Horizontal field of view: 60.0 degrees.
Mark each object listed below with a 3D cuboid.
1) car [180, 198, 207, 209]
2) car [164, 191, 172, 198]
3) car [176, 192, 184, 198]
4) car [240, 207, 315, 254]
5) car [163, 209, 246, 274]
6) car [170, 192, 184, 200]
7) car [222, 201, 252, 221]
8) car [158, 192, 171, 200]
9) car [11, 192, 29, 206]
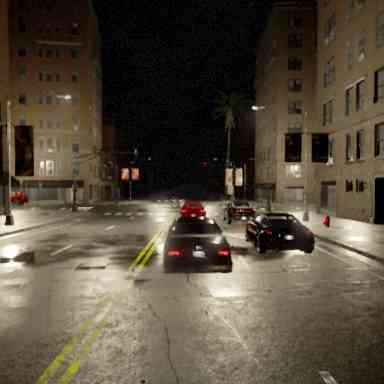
[{"bbox_3d":[0.084,1.390,24.261,1.812,1.442,4.674,0,0,0],"label":"car"},{"bbox_3d":[-6.562,0.670,91.643,2.097,1.767,4.553,0,0,0],"label":"car"},{"bbox_3d":[-3.312,0.792,91.617,1.882,1.535,5.008,0,0,0],"label":"car"},{"bbox_3d":[3.301,1.489,13.214,1.994,1.385,4.181,0,0,1],"label":"car"},{"bbox_3d":[0.097,1.488,10.327,2.033,1.411,5.357,0,0,-1],"label":"car"},{"bbox_3d":[-3.302,1.077,76.000,1.837,1.490,4.892,0,0,0],"label":"car"},{"bbox_3d":[3.234,1.375,23.205,1.837,1.490,4.892,0,0,0],"label":"car"},{"bbox_3d":[-6.552,1.054,75.997,1.882,1.535,5.008,0,0,0],"label":"car"},{"bbox_3d":[-23.916,0.852,43.125,5.009,1.841,2.192,0,0,-9],"label":"car"}]
